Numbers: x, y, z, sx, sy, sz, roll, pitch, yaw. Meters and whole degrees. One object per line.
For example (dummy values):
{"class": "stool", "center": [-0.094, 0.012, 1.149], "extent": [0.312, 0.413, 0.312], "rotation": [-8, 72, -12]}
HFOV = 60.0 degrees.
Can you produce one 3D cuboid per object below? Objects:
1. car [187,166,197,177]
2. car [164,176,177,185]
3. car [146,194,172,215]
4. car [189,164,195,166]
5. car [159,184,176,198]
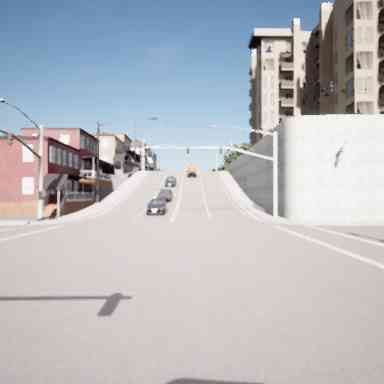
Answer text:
{"class": "car", "center": [-0.015, -3.720, 65.674], "extent": [1.895, 1.301, 4.718], "rotation": [0, 11, 0]}
{"class": "car", "center": [-3.573, -1.803, 55.827], "extent": [2.128, 1.511, 4.902], "rotation": [0, 12, 0]}
{"class": "car", "center": [-3.597, 1.444, 34.364], "extent": [2.128, 1.511, 4.902], "rotation": [0, 4, 0]}
{"class": "car", "center": [-0.018, -5.564, 75.557], "extent": [2.097, 1.767, 4.553], "rotation": [0, 5, 0]}
{"class": "car", "center": [-3.591, 0.355, 44.763], "extent": [2.033, 1.411, 5.357], "rotation": [0, 9, 0]}
